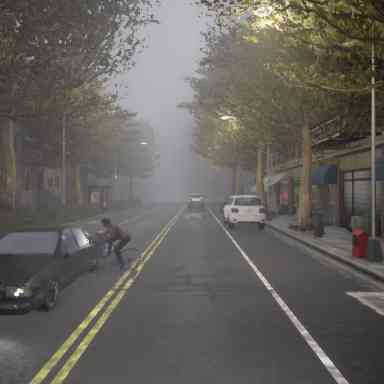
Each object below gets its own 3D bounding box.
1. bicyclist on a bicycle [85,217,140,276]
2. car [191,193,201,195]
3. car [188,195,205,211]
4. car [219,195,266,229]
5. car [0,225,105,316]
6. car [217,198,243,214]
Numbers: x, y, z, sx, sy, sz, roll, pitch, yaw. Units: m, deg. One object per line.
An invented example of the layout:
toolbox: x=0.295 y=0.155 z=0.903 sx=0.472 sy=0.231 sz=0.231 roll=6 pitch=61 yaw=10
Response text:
bicyclist on a bicycle: x=-2.198 y=1.475 z=9.061 sx=1.656 sy=1.620 sz=0.582 roll=-3 pitch=12 yaw=-25
car: x=0.617 y=1.221 z=50.859 sx=2.150 sy=2.045 sz=5.566 roll=0 pitch=0 yaw=1
car: x=0.537 y=1.491 z=40.428 sx=2.128 sy=1.511 sz=4.902 roll=0 pitch=0 yaw=1
car: x=3.290 y=1.229 z=21.672 sx=2.435 sy=2.045 sz=5.566 roll=0 pitch=0 yaw=1
car: x=-3.548 y=1.546 z=7.982 sx=2.033 sy=1.411 sz=5.357 roll=0 pitch=0 yaw=0
car: x=4.040 y=1.481 z=36.030 sx=2.231 sy=1.521 sz=4.892 roll=0 pitch=0 yaw=1
